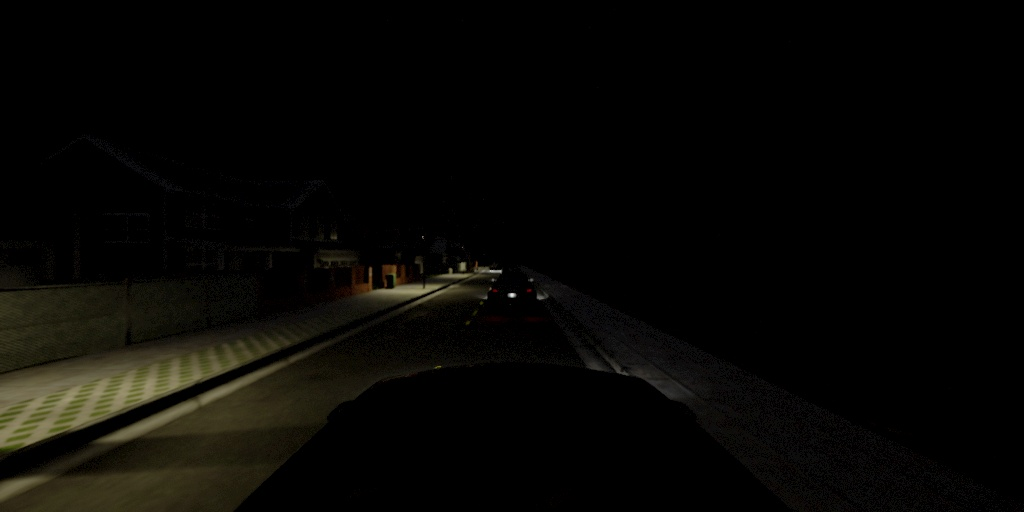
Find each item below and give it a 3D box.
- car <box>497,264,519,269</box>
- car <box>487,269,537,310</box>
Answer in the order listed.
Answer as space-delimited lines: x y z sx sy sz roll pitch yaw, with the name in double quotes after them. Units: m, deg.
0.011 1.598 30.359 1.994 1.385 4.181 0 0 0 "car"
0.017 1.449 15.439 1.994 1.385 4.181 0 0 0 "car"
